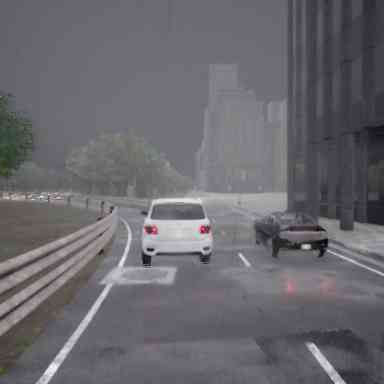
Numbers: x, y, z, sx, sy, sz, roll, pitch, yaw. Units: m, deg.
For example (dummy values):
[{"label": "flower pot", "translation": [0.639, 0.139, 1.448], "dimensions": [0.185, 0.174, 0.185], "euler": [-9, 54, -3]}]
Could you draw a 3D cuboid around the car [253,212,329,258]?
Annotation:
[{"label": "car", "translation": [3.597, 1.510, 12.896], "dimensions": [2.128, 1.511, 4.902], "euler": [0, 0, 0]}]

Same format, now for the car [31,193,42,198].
[{"label": "car", "translation": [-34.045, 0.906, 72.316], "dimensions": [2.033, 1.411, 5.357], "euler": [0, 1, -39]}]

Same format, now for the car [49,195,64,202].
[{"label": "car", "translation": [-26.947, 1.240, 64.972], "dimensions": [4.718, 1.301, 1.895], "euler": [1, 1, 44]}]

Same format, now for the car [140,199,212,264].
[{"label": "car", "translation": [-0.681, 1.243, 12.071], "dimensions": [2.150, 2.045, 5.566], "euler": [0, 0, -7]}]
